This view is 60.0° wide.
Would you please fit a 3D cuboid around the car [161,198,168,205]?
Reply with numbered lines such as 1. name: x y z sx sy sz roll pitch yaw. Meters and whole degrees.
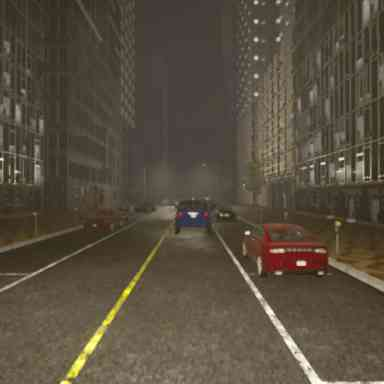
1. car: -5.747 2.155 72.846 1.752 1.417 4.829 0 0 0

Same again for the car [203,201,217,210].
1. car: 2.652 2.014 50.244 1.947 1.339 4.313 0 0 0

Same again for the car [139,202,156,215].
1. car: -5.720 1.897 38.862 1.887 1.381 4.507 0 0 0

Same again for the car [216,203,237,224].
1. car: 2.670 1.819 27.476 1.947 1.339 4.313 0 0 0

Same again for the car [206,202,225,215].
1. car: 2.661 1.918 38.860 1.947 1.339 4.313 0 0 0

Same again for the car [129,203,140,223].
1. car: -5.711 1.835 27.477 1.802 1.307 4.206 0 -1 0

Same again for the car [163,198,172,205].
1. car: -5.752 2.225 78.710 2.008 1.369 4.403 0 0 0

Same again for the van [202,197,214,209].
1. van: 2.648 1.836 55.940 1.690 1.788 3.998 0 0 0

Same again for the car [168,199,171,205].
1. car: -3.059 2.110 67.624 2.128 1.511 4.902 0 0 0

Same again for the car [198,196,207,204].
1. car: 2.626 2.033 84.398 2.192 1.841 5.009 0 0 0

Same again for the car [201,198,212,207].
1. car: 2.643 1.981 61.630 1.967 1.590 4.097 0 0 0

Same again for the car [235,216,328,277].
1. car: 2.684 1.644 10.400 1.887 1.381 4.507 0 -1 0

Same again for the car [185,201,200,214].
1. car: 0.066 1.879 41.516 1.837 1.490 4.892 0 -1 0

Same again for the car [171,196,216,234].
1. car: 0.083 1.418 20.930 2.150 2.045 5.566 0 0 0

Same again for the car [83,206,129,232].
1. car: -5.706 1.747 21.784 1.887 1.381 4.507 0 -1 0
